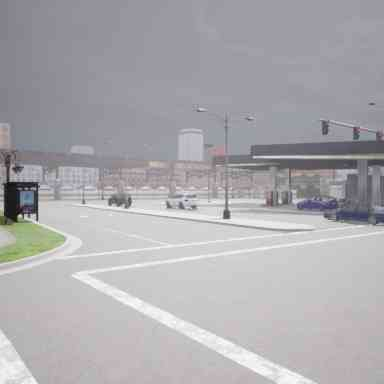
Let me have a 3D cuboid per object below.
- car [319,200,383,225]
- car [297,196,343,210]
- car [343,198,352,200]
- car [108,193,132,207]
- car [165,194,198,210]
[{"bbox_3d":[12.194,1.547,23.886,2.033,1.411,5.357,0,0,-30],"label":"car"},{"bbox_3d":[14.343,1.295,38.345,2.242,1.667,4.611,0,0,-35],"label":"car"},{"bbox_3d":[18.617,1.456,42.259,1.970,1.475,3.806,0,0,-35],"label":"car"},{"bbox_3d":[-11.347,1.222,52.236,2.150,2.045,5.566,0,0,-35],"label":"car"},{"bbox_3d":[-1.418,1.221,44.146,2.150,2.045,5.566,0,0,-35],"label":"car"}]
